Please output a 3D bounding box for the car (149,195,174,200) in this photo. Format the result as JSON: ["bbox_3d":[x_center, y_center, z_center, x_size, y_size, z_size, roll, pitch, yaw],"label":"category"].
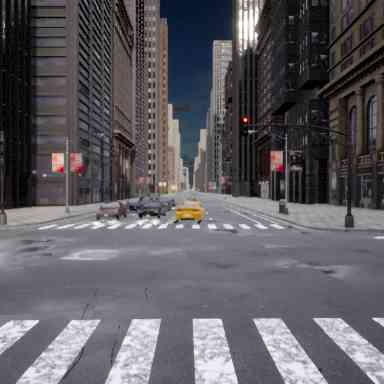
[{"bbox_3d":[-3.424,1.466,39.160,2.128,1.511,4.902,0,0,0],"label":"car"}]

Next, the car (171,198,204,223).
[{"bbox_3d":[-0.159,1.464,25.597,1.882,1.535,5.008,0,0,4],"label":"car"}]

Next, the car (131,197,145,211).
[{"bbox_3d":[-6.673,1.577,37.092,1.895,1.301,4.718,0,0,0],"label":"car"}]

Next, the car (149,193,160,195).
[{"bbox_3d":[-6.677,1.170,57.782,2.150,2.045,5.566,0,0,1],"label":"car"}]

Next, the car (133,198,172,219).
[{"bbox_3d":[-3.381,1.531,29.420,2.033,1.411,5.357,0,0,4],"label":"car"}]

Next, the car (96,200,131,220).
[{"bbox_3d":[-6.653,1.510,27.984,1.812,1.442,4.674,0,0,0],"label":"car"}]

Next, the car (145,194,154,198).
[{"bbox_3d":[-6.693,1.470,47.332,1.837,1.490,4.892,0,0,0],"label":"car"}]

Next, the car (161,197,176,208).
[{"bbox_3d":[-3.452,1.510,49.712,2.033,1.411,5.357,0,0,0],"label":"car"}]
